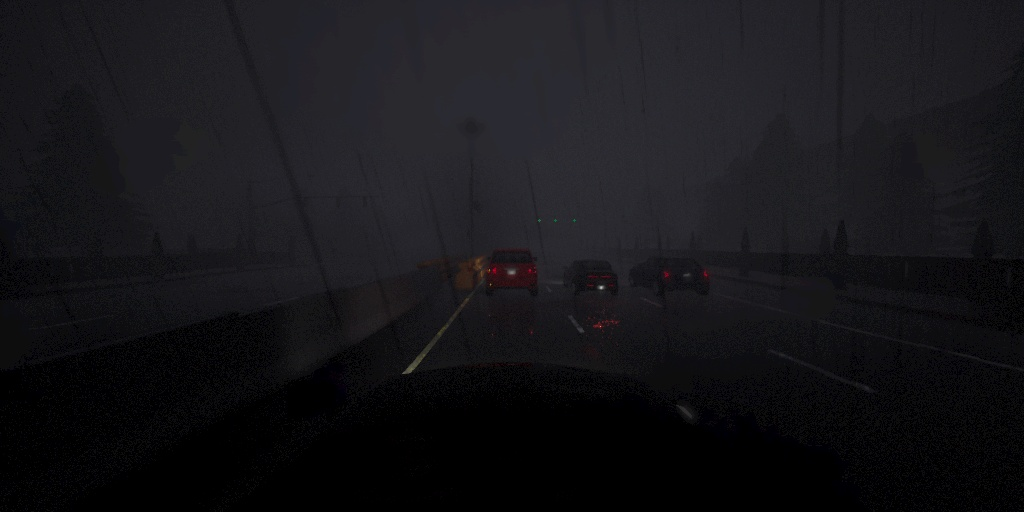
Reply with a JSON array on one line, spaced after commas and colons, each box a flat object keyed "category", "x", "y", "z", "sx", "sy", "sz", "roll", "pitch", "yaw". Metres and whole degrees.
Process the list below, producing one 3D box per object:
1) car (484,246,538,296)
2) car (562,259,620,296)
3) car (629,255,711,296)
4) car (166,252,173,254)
[{"category": "car", "x": 0.007, "y": 0.625, "z": 16.483, "sx": 2.150, "sy": 2.045, "sz": 5.566, "roll": 0, "pitch": 2, "yaw": 0}, {"category": "car", "x": 3.507, "y": 0.886, "z": 16.444, "sx": 1.837, "sy": 1.490, "sz": 4.892, "roll": 0, "pitch": 2, "yaw": 0}, {"category": "car", "x": 7.007, "y": 0.738, "z": 16.390, "sx": 2.097, "sy": 1.767, "sz": 4.553, "roll": 0, "pitch": 2, "yaw": 0}, {"category": "car", "x": -44.339, "y": -0.137, "z": 44.184, "sx": 4.892, "sy": 1.490, "sz": 1.837, "roll": 0, "pitch": 2, "yaw": 0}]
